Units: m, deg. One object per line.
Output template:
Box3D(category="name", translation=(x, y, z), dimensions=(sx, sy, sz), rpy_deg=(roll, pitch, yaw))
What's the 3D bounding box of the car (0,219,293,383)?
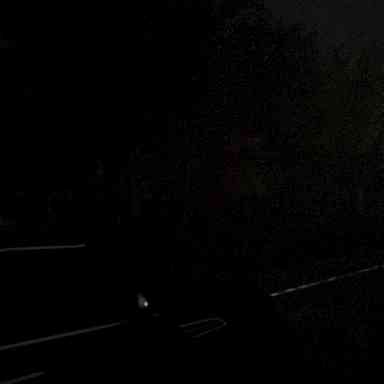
Box3D(category="car", translation=(-1.639, 1.221, 2.576), dimensions=(5.566, 2.045, 2.150), rpy_deg=(0, 0, -36))
